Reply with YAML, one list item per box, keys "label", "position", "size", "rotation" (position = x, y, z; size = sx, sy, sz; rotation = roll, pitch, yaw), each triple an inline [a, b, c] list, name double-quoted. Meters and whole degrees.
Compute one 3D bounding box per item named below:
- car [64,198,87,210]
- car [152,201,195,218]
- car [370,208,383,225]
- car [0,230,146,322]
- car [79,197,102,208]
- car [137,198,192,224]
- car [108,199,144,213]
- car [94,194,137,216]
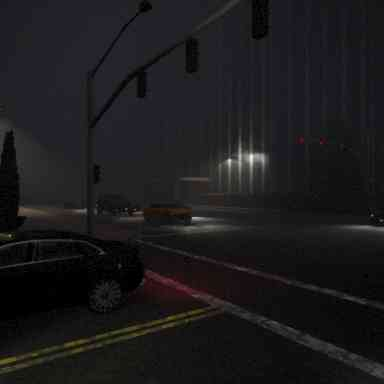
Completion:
- label: "car"
  position: [-15.458, 1.492, 43.740]
  size: [2.128, 1.511, 4.902]
  rotation: [0, 0, -36]
- label: "car"
  position: [-1.771, 1.564, 30.829]
  size: [1.994, 1.385, 4.181]
  rotation: [0, 0, -36]
- label: "car"
  position: [14.017, 1.526, 22.647]
  size: [4.674, 1.442, 1.812]
  rotation: [0, 0, -36]
- label: "car"
  position: [-3.233, 1.491, 5.986]
  size: [4.902, 1.511, 2.128]
  rotation: [0, 0, -36]
- label: "car"
  position: [-15.022, 1.525, 49.120]
  size: [1.812, 1.442, 4.674]
  rotation: [0, 0, -36]
- label: "car"
  position: [-1.942, 1.477, 25.116]
  size: [1.882, 1.535, 5.008]
  rotation: [0, 0, -36]
- label: "car"
  position: [-7.888, 1.547, 39.254]
  size: [2.033, 1.411, 5.357]
  rotation: [0, 0, -36]
- label: "car"
  position: [-7.687, 1.222, 33.020]
  size: [2.150, 2.045, 5.566]
  rotation: [0, 0, -36]
